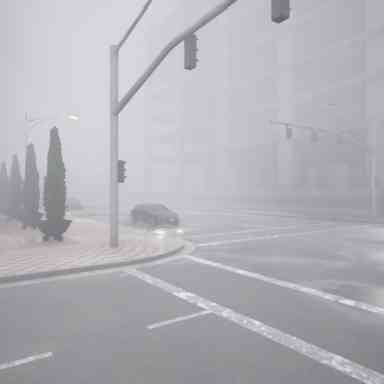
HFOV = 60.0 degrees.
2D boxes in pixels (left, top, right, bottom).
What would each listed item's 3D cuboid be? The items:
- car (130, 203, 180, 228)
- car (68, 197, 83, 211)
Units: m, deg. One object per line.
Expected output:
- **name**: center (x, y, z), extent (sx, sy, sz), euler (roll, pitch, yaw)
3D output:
- **car**: center (-2.661, 1.556, 23.053), extent (1.837, 1.490, 4.892), euler (0, 0, -35)
- **car**: center (-14.818, 1.404, 40.466), extent (2.097, 1.767, 4.553), euler (0, 0, -35)
